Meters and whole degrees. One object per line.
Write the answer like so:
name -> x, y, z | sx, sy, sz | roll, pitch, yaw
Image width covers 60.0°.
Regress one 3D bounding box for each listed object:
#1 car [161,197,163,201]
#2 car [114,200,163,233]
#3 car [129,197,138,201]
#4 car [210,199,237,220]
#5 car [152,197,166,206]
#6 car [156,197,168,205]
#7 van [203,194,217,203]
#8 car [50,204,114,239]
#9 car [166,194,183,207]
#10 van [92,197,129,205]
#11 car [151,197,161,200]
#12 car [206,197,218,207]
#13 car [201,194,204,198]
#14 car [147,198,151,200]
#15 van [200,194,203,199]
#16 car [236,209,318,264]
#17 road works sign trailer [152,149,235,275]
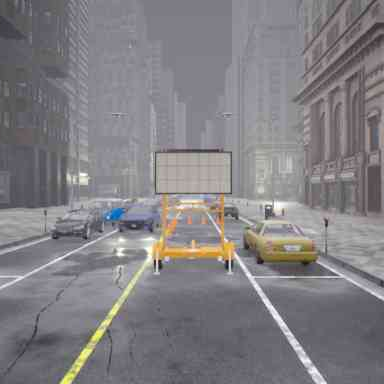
car -> -5.546, 1.553, 50.155 | 1.887, 1.381, 4.507 | 0, 0, 0
car -> -3.010, 1.480, 19.771 | 1.882, 1.535, 5.008 | 0, 0, 0
car -> -5.641, 1.319, 28.053 | 2.192, 1.841, 5.009 | 0, 0, 0
car -> 2.900, 1.555, 27.999 | 2.008, 1.369, 4.403 | 0, 0, 0
car -> -5.522, 1.555, 55.680 | 1.887, 1.381, 4.507 | 0, 0, 0
car -> -5.498, 1.556, 61.205 | 1.887, 1.381, 4.507 | 0, 0, 0
van -> 3.006, 1.350, 50.099 | 1.690, 1.788, 3.998 | 0, 0, 0
car -> -5.690, 1.553, 17.002 | 2.008, 1.369, 4.403 | 0, 0, 0
car -> -2.771, 1.513, 50.410 | 1.837, 1.490, 4.892 | 0, 0, 0
van -> -5.665, 1.344, 22.528 | 1.690, 1.788, 3.998 | 0, 0, 0
car -> -5.571, 1.533, 44.459 | 1.752, 1.417, 4.829 | 0, 0, 0
car -> 2.952, 1.588, 39.048 | 1.802, 1.307, 4.206 | 0, 0, 0
car -> 3.057, 1.556, 61.148 | 1.887, 1.381, 4.507 | 0, 0, 0
car -> -5.618, 1.550, 33.578 | 1.887, 1.381, 4.507 | 0, 0, 0
van -> 3.084, 1.355, 66.673 | 1.690, 1.788, 3.998 | 0, 0, 0
car -> 2.823, 1.527, 11.594 | 1.752, 1.417, 4.829 | 0, 0, 0
road works sign trailer -> 0.047, 0.466, 10.474 | 2.380, 3.560, 2.880 | 0, 0, 0
